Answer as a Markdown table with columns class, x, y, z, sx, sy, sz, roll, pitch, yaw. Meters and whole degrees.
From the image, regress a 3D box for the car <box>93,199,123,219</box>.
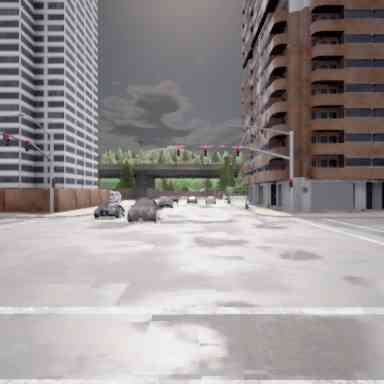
| class | x | y | z | sx | sy | sz | roll | pitch | yaw |
| --- | --- | --- | --- | --- | --- | --- | --- | --- | --- |
| car | -7.089 | 1.562 | 28.874 | 1.994 | 1.385 | 4.181 | 0 | 0 | 0 |

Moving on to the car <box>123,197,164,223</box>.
| class | x | y | z | sx | sy | sz | roll | pitch | yaw |
| --- | --- | --- | --- | --- | --- | --- | --- | --- | --- |
| car | -3.591 | 1.349 | 25.443 | 2.097 | 1.767 | 4.553 | 0 | 0 | 0 |

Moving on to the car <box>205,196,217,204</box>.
| class | x | y | z | sx | sy | sz | roll | pitch | yaw |
| --- | --- | --- | --- | --- | --- | --- | --- | --- | --- |
| car | 3.523 | 1.520 | 63.187 | 1.812 | 1.442 | 4.674 | 0 | 0 | 0 |

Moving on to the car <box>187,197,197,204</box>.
| class | x | y | z | sx | sy | sz | roll | pitch | yaw |
| --- | --- | --- | --- | --- | --- | --- | --- | --- | --- |
| car | 0.023 | 1.558 | 63.186 | 1.994 | 1.385 | 4.181 | 0 | 0 | 0 |

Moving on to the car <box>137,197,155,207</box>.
| class | x | y | z | sx | sy | sz | roll | pitch | yaw |
| --- | --- | --- | --- | --- | --- | --- | --- | --- | --- |
| car | -7.069 | 1.542 | 51.196 | 2.033 | 1.411 | 5.357 | 0 | 0 | 0 |

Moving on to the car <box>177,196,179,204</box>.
| class | x | y | z | sx | sy | sz | roll | pitch | yaw |
| --- | --- | --- | --- | --- | --- | --- | --- | --- | --- |
| car | -3.477 | 1.390 | 63.307 | 1.882 | 1.535 | 5.008 | 0 | 0 | 0 |

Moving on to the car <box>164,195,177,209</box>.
| class | x | y | z | sx | sy | sz | roll | pitch | yaw |
| --- | --- | --- | --- | --- | --- | --- | --- | --- | --- |
| car | -3.579 | 1.543 | 46.554 | 2.033 | 1.411 | 5.357 | 0 | 0 | 0 |
